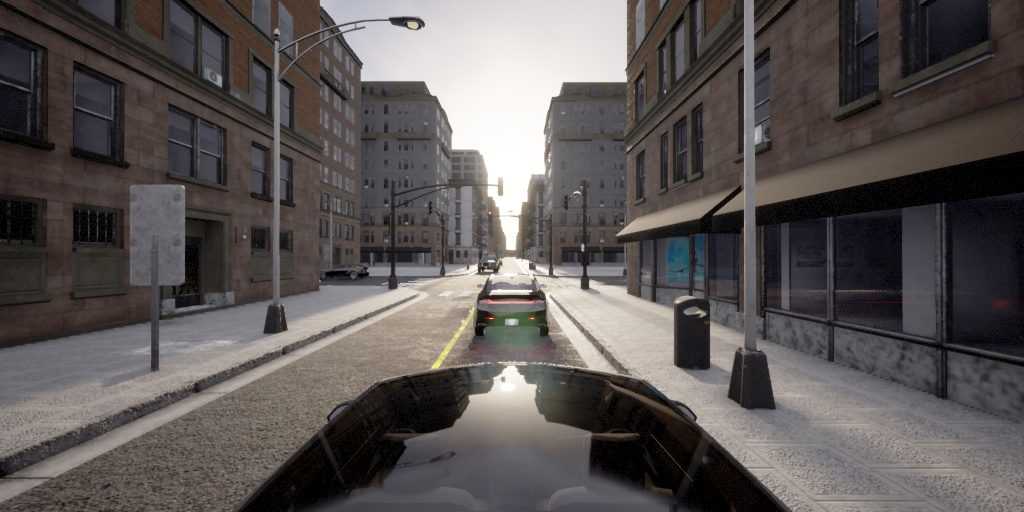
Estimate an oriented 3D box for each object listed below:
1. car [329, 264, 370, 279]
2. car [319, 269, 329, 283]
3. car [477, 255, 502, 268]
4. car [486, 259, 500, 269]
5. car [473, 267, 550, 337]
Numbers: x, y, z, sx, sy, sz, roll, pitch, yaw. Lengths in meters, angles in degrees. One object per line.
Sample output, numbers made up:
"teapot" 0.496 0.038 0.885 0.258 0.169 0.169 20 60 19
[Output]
"car" -14.783 1.330 31.493 4.313 1.339 1.948 0 0 0
"car" -14.783 1.289 23.466 4.313 1.339 1.948 0 0 0
"car" -2.850 0.945 44.083 2.150 2.045 5.566 0 0 3
"car" -2.874 1.187 54.683 1.882 1.535 5.008 0 0 0
"car" -0.005 1.242 10.330 2.128 1.511 4.902 0 0 0
